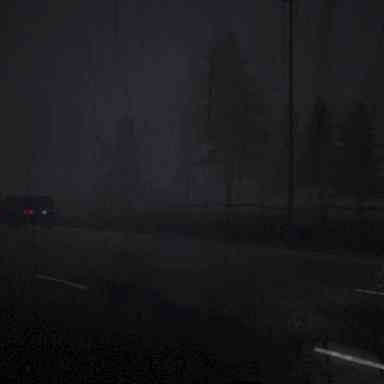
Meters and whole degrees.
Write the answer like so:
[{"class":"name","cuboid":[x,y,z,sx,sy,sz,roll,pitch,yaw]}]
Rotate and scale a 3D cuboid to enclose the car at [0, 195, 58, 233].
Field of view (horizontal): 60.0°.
[{"class":"car","cuboid":[-10.355,1.223,19.977,5.566,2.045,2.150,0,0,36]}]
